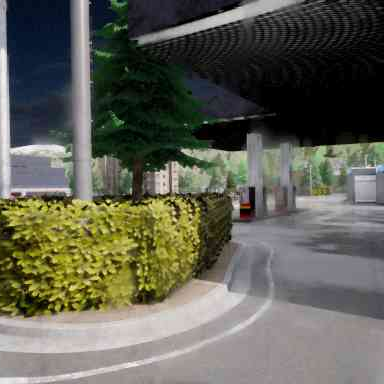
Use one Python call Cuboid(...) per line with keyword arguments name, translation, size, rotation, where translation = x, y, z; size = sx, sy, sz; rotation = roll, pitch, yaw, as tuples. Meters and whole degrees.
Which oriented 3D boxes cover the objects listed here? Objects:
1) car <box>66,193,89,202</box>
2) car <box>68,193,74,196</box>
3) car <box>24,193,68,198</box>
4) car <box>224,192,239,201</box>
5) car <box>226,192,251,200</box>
Cuboid(name="car", translation=(-22.891, 1.103, 66.488), size=(4.605, 1.855, 1.932), rotation=(-1, 1, 35))
Cuboid(name="car", translation=(-24.237, 1.124, 63.879), size=(3.866, 1.878, 1.905), rotation=(-1, 1, 35))
Cuboid(name="car", translation=(-14.770, 1.183, 33.590), size=(3.866, 1.878, 1.905), rotation=(-1, 1, 35))
Cuboid(name="car", translation=(7.439, 0.851, 63.912), size=(5.027, 1.636, 2.152), rotation=(-1, 1, 35))
Cuboid(name="car", translation=(9.212, 0.812, 66.501), size=(4.514, 1.523, 2.007), rotation=(-1, 1, 35))
